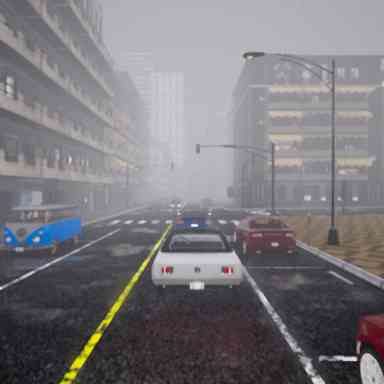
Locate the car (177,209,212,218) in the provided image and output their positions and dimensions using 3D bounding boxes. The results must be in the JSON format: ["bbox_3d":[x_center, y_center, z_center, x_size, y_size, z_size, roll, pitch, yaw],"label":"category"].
[{"bbox_3d":[0.124,1.609,18.184,1.994,1.385,4.181,0,0,0],"label":"car"}]

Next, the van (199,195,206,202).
[{"bbox_3d":[2.813,1.612,89.674,1.690,1.788,3.998,-1,0,0],"label":"van"}]

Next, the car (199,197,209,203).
[{"bbox_3d":[2.799,1.781,78.618,2.008,1.369,4.403,-1,0,0],"label":"car"}]

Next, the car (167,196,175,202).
[{"bbox_3d":[-5.566,1.795,89.521,1.752,1.417,4.829,-1,0,0],"label":"car"}]

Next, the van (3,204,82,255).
[{"bbox_3d":[-5.681,1.373,13.049,1.690,1.788,3.998,0,0,0],"label":"van"}]

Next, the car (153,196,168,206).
[{"bbox_3d":[-5.614,1.706,56.524,2.008,1.369,4.403,0,0,0],"label":"car"}]

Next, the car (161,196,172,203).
[{"bbox_3d":[-5.591,1.651,73.108,1.967,1.590,4.097,-1,0,0],"label":"car"}]

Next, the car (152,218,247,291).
[{"bbox_3d":[0.113,1.623,8.987,1.895,1.301,4.718,0,0,0],"label":"car"}]

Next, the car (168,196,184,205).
[{"bbox_3d":[-2.956,1.738,62.086,1.994,1.385,4.181,0,0,1],"label":"car"}]

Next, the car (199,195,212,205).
[{"bbox_3d":[2.773,1.614,62.035,1.967,1.590,4.097,-1,0,0],"label":"car"}]

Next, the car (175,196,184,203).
[{"bbox_3d":[-2.886,1.762,77.939,2.033,1.411,5.357,0,0,0],"label":"car"}]

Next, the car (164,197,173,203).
[{"bbox_3d":[-5.582,1.812,78.636,1.802,1.307,4.206,-1,0,0],"label":"car"}]

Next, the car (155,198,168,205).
[{"bbox_3d":[-5.606,1.740,62.051,1.947,1.339,4.313,0,0,0],"label":"car"}]

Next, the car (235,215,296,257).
[{"bbox_3d":[2.701,1.577,13.035,1.887,1.381,4.507,0,0,0],"label":"car"}]

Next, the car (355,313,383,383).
[{"bbox_3d":[2.685,1.549,1.984,1.887,1.381,4.507,0,0,0],"label":"car"}]
